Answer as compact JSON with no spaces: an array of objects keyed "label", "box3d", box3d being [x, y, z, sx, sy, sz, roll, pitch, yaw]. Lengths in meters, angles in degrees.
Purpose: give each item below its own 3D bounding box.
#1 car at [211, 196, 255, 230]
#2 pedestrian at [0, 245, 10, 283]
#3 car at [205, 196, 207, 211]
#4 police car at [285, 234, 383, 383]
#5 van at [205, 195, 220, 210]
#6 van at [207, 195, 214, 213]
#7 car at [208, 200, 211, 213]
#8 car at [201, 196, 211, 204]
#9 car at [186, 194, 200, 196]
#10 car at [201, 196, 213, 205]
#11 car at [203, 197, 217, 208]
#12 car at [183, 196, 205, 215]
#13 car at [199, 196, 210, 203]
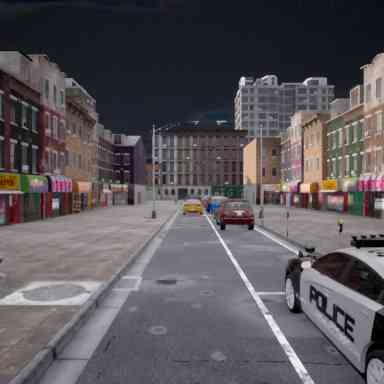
[{"label":"car","box3d":[2.626,1.317,20.904,2.192,1.841,5.009,0,0,0]},{"label":"pedestrian","box3d":[-4.525,1.524,7.725,0.500,1.100,0.500,0,0,0]},{"label":"car","box3d":[2.619,1.320,37.330,2.192,1.841,5.009,0,0,0]},{"label":"police car","box3d":[2.748,1.425,4.721,1.930,1.638,5.238,0,0,0]},{"label":"van","box3d":[2.617,1.347,42.806,1.690,1.788,3.998,0,0,0]},{"label":"van","box3d":[2.621,1.345,31.855,1.690,1.788,3.998,0,0,0]},{"label":"car","box3d":[2.624,1.554,26.380,2.008,1.369,4.403,0,0,0]},{"label":"car","box3d":[2.608,1.534,64.878,1.752,1.417,4.829,0,0,0]},{"label":"car","box3d":[0.094,1.228,44.569,2.150,2.045,5.566,0,0,-2]},{"label":"car","box3d":[2.610,1.448,59.233,1.967,1.590,4.097,0,0,0]},{"label":"car","box3d":[2.615,1.532,48.452,1.752,1.417,4.829,0,0,0]},{"label":"car","box3d":[0.080,1.482,34.248,1.882,1.535,5.008,0,0,0]},{"label":"car","box3d":[2.606,1.560,70.184,2.008,1.369,4.403,0,0,0]}]
